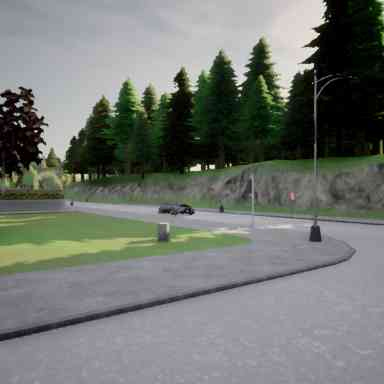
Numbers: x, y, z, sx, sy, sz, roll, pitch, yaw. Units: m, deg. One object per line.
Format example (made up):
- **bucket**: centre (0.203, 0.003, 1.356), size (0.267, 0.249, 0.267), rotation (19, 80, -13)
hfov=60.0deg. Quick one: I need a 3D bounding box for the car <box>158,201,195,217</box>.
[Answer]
- **car**: centre (-1.561, 1.565, 31.989), size (1.994, 1.385, 4.181), rotation (0, 0, -35)
